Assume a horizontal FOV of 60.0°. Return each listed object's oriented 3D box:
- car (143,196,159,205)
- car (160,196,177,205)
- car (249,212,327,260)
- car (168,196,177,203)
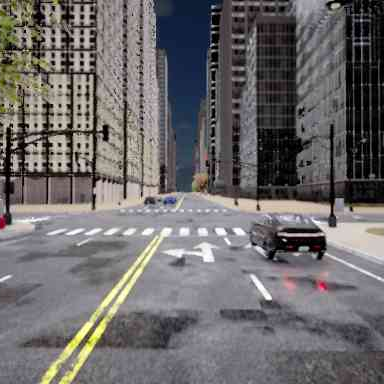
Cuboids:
[{"bbox_3d":[-7.243,1.511,57.522,1.837,1.490,4.892,0,0,0],"label":"car"},{"bbox_3d":[-3.993,1.485,57.581,1.882,1.535,5.008,0,0,0],"label":"car"},{"bbox_3d":[3.353,1.499,12.404,2.128,1.511,4.902,0,0,0],"label":"car"},{"bbox_3d":[-4.208,1.596,72.837,1.895,1.301,4.718,0,0,-1],"label":"car"}]
